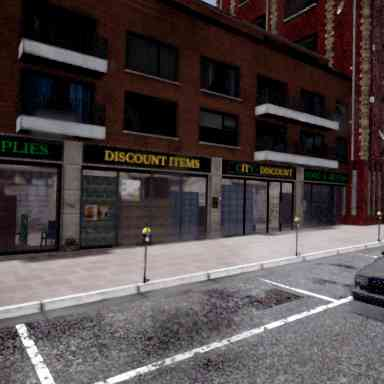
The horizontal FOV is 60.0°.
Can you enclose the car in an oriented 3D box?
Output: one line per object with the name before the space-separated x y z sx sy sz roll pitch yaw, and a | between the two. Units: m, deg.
car | 5.572 1.555 7.059 5.357 1.411 2.033 0 0 -36
